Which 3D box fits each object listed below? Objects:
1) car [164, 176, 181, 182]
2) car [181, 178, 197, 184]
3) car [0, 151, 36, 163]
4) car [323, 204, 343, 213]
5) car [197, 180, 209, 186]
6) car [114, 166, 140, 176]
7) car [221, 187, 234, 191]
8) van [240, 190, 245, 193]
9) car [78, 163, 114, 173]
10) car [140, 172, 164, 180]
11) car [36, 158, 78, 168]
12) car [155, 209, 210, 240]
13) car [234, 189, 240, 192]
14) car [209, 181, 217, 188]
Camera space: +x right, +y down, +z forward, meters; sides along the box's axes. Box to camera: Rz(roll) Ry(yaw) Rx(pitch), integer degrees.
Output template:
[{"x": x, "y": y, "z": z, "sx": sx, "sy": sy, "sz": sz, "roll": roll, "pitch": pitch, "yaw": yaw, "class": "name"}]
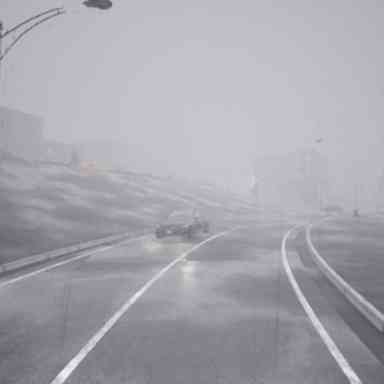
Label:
[{"x": -4.446, "y": -2.059, "z": 58.291, "sx": 2.002, "sy": 1.452, "sz": 4.674, "roll": -2, "pitch": -4, "yaw": 31, "class": "car"}, {"x": -1.766, "y": -1.811, "z": 62.998, "sx": 2.231, "sy": 1.521, "sz": 4.892, "roll": -1, "pitch": -4, "yaw": 30, "class": "car"}, {"x": -19.725, "y": -3.516, "z": 35.045, "sx": 2.231, "sy": 1.521, "sz": 4.892, "roll": -2, "pitch": -4, "yaw": 37, "class": "car"}, {"x": 22.490, "y": 2.620, "z": 53.179, "sx": 1.895, "sy": 1.301, "sz": 4.718, "roll": -2, "pitch": -3, "yaw": 39, "class": "car"}, {"x": 0.910, "y": -1.618, "z": 67.956, "sx": 2.185, "sy": 1.767, "sz": 4.553, "roll": -1, "pitch": -4, "yaw": 28, "class": "car"}, {"x": -10.306, "y": -2.808, "z": 48.719, "sx": 2.185, "sy": 1.767, "sz": 4.553, "roll": -2, "pitch": -4, "yaw": 33, "class": "car"}, {"x": 8.198, "y": -0.360, "z": 82.878, "sx": 2.002, "sy": 1.452, "sz": 4.674, "roll": -1, "pitch": -5, "yaw": 25, "class": "car"}, {"x": 12.623, "y": 0.233, "z": 93.169, "sx": 1.878, "sy": 1.987, "sz": 4.442, "roll": -1, "pitch": -5, "yaw": 23, "class": "van"}, {"x": -13.339, "y": -2.965, "z": 44.103, "sx": 2.097, "sy": 1.535, "sz": 5.008, "roll": -2, "pitch": -4, "yaw": 34, "class": "car"}, {"x": -7.276, "y": -2.357, "z": 53.562, "sx": 2.163, "sy": 1.488, "sz": 4.792, "roll": -2, "pitch": -4, "yaw": 32, "class": "car"}, {"x": -16.483, "y": -3.205, "z": 39.538, "sx": 2.002, "sy": 1.452, "sz": 4.674, "roll": -2, "pitch": -4, "yaw": 36, "class": "car"}, {"x": -0.358, "y": 1.626, "z": 17.724, "sx": 1.812, "sy": 1.442, "sz": 4.674, "roll": -1, "pitch": -1, "yaw": 18, "class": "car"}, {"x": 10.421, "y": 0.052, "z": 87.938, "sx": 2.002, "sy": 1.452, "sz": 4.674, "roll": -1, "pitch": -5, "yaw": 23, "class": "car"}, {"x": 3.483, "y": -1.400, "z": 72.938, "sx": 2.435, "sy": 2.045, "sz": 5.566, "roll": -1, "pitch": -4, "yaw": 27, "class": "car"}]
